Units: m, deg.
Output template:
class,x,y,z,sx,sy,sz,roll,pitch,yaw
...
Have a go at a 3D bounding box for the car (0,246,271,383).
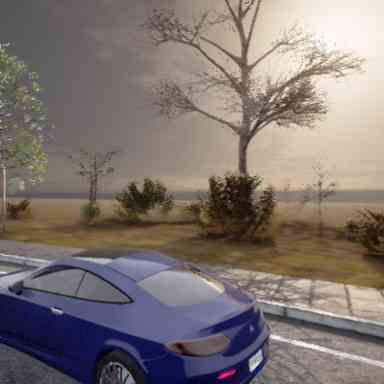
class,x,y,z,sx,sy,sz,roll,pitch,yaw
car,-1.267,1.517,4.636,4.674,1.442,1.812,0,0,34
